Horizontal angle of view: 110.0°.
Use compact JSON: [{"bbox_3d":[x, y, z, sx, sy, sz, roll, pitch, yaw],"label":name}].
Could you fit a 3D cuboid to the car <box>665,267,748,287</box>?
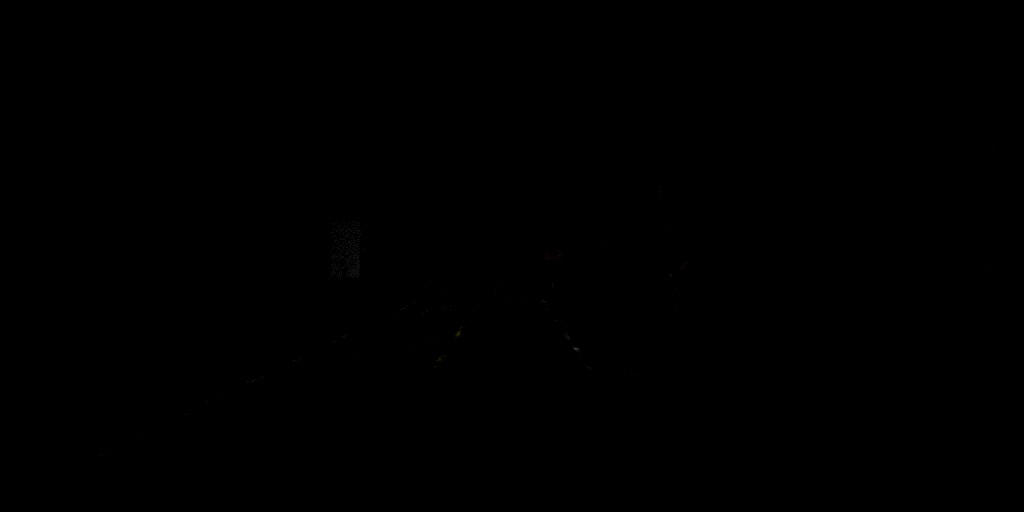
[{"bbox_3d":[14.067,1.493,26.059,5.357,1.411,2.033,1,0,1],"label":"car"}]
